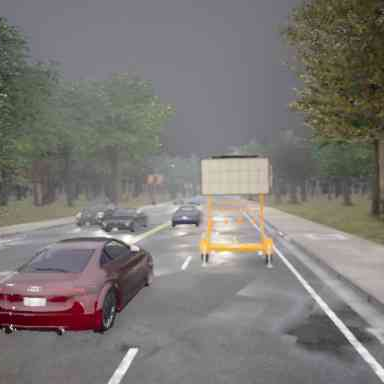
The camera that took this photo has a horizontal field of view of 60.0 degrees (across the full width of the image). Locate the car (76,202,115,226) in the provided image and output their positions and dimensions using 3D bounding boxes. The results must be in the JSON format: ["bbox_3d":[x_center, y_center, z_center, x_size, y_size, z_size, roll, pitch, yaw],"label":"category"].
[{"bbox_3d":[-6.941,1.605,25.089,2.097,1.767,4.553,-1,0,6],"label":"car"}]

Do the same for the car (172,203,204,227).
[{"bbox_3d":[-0.273,1.731,24.425,1.994,1.385,4.181,-1,0,6],"label":"car"}]

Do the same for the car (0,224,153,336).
[{"bbox_3d":[-2.149,1.638,7.010,1.994,1.385,4.181,-1,0,6],"label":"car"}]

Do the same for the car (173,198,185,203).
[{"bbox_3d":[-2.525,1.953,66.341,1.837,1.490,4.892,-1,0,6],"label":"car"}]

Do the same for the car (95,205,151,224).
[{"bbox_3d":[-4.059,1.741,21.456,2.033,1.411,5.357,-1,0,6],"label":"car"}]

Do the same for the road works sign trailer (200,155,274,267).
[{"bbox_3d":[1.512,0.525,11.673,2.380,3.560,2.880,-1,0,6],"label":"road works sign trailer"}]

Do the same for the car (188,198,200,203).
[{"bbox_3d":[0.397,1.874,63.173,1.882,1.535,5.008,-1,0,6],"label":"car"}]
